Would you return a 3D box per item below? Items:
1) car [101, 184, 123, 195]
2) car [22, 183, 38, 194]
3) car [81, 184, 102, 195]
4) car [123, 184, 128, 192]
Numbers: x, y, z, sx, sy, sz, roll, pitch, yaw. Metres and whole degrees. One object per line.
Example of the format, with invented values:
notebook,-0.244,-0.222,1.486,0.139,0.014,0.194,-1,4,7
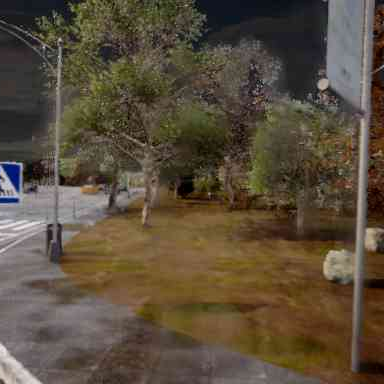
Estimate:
car,-12.868,-0.208,53.776,1.895,1.301,4.718,2,3,-3
car,-24.751,-0.543,49.795,2.128,1.511,4.902,2,3,-3
car,-16.344,-0.431,53.329,1.882,1.535,5.008,2,3,-3
car,-13.462,-0.812,63.727,2.128,1.511,4.902,2,3,-3
